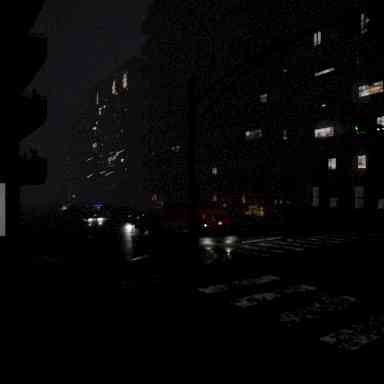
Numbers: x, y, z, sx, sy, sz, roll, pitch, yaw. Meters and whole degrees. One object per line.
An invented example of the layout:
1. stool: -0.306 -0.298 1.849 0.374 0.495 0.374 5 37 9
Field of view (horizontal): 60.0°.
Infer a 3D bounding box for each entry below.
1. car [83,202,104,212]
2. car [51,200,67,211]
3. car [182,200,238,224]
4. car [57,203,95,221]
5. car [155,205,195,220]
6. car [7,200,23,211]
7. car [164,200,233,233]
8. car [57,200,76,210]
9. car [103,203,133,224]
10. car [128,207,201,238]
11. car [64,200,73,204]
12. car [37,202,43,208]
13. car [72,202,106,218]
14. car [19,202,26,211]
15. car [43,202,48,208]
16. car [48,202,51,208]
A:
1. car: -16.351 2.432 55.069 1.882 1.535 5.008 0 -1 -36
2. car: -23.220 2.600 59.366 1.837 1.490 4.892 0 -1 -36
3. car: 1.488 1.713 29.615 2.192 1.841 5.009 -1 0 -36
4. car: -11.877 2.163 33.835 1.887 1.381 4.507 -1 0 -36
5. car: -1.830 2.045 34.199 1.887 1.381 4.507 -1 0 -36
6. car: -35.154 2.639 65.931 2.192 1.841 5.009 -1 0 -36
7. car: 0.038 1.531 21.826 2.150 2.045 5.566 0 -1 -36
8. car: -25.107 2.523 66.294 2.192 1.841 5.009 -1 0 -36
9. car: -6.025 2.003 30.202 1.837 1.490 4.892 0 -1 -36
10. car: -1.804 1.832 19.941 1.752 1.417 4.829 -1 0 -36
11. car: -17.691 2.418 51.738 2.128 1.511 4.902 0 -1 -36
12. car: -35.076 3.049 80.050 1.887 1.381 4.507 -1 0 -36
13. car: -12.177 2.234 38.704 2.033 1.411 5.357 0 -1 -36
14. car: -31.825 2.769 61.346 1.887 1.381 4.507 -1 0 -36
15. car: -31.750 2.972 75.464 1.947 1.339 4.313 -1 0 -36
16. car: -28.433 2.623 70.880 2.192 1.841 5.009 -1 0 -36
